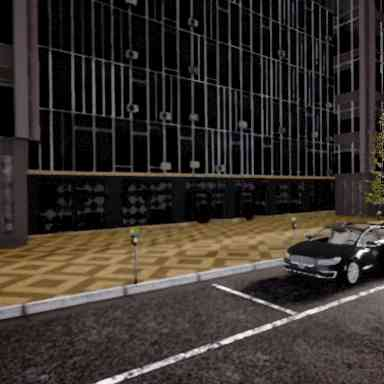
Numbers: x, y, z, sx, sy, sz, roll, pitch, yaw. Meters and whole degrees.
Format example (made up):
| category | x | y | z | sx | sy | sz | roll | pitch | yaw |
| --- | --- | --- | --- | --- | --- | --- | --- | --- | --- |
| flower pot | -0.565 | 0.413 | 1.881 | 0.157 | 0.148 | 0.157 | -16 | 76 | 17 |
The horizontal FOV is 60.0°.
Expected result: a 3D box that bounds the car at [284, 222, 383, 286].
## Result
| category | x | y | z | sx | sy | sz | roll | pitch | yaw |
| --- | --- | --- | --- | --- | --- | --- | --- | --- | --- |
| car | 4.402 | 1.548 | 9.252 | 4.403 | 1.369 | 2.008 | 0 | -1 | -35 |
